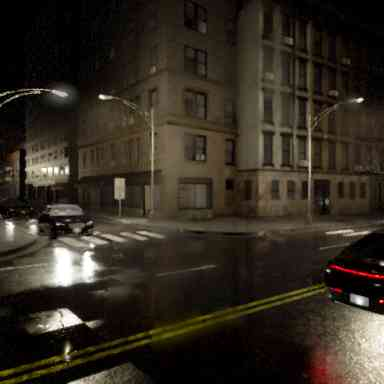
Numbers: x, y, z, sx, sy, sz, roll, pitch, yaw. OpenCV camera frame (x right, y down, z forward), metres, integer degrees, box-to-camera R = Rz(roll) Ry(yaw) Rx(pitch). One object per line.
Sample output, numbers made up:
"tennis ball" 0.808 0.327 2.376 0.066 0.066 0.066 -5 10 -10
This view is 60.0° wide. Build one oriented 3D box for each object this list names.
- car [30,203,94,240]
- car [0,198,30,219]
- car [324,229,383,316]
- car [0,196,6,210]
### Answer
"car" -6.383 1.379 16.604 2.128 1.511 4.902 0 1 -34
"car" -14.224 1.241 26.968 1.882 1.535 5.008 0 0 -38
"car" 4.697 1.506 6.806 4.892 1.490 1.837 0 0 -35
"car" -22.242 1.203 37.153 1.994 1.385 4.181 0 1 -38
